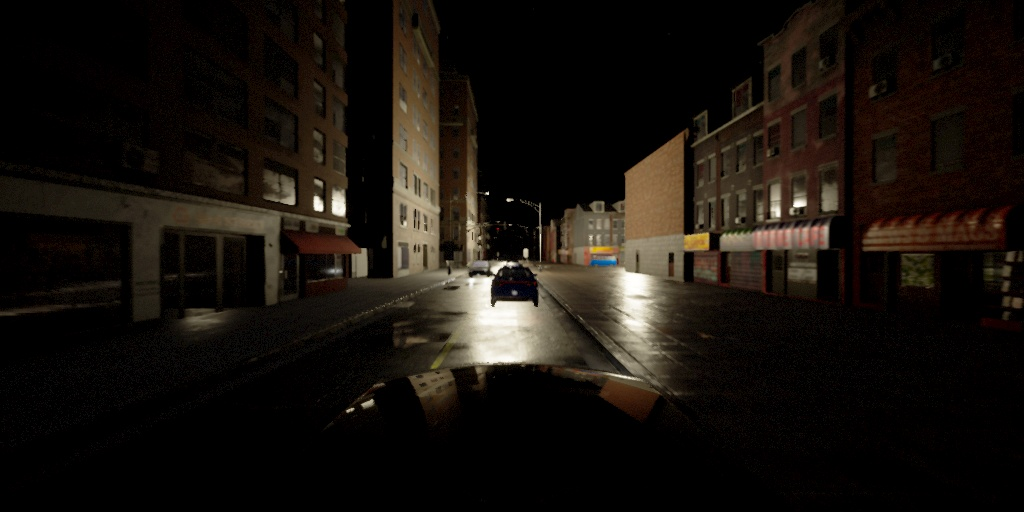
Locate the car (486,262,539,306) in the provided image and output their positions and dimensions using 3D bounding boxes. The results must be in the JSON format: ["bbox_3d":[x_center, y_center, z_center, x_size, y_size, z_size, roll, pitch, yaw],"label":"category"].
[{"bbox_3d":[0.100,1.173,15.468,1.882,1.535,5.008,0,0,0],"label":"car"}]

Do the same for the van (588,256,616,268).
[{"bbox_3d":[13.737,0.878,54.388,3.998,1.789,1.690,0,0,0],"label":"van"}]

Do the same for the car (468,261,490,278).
[{"bbox_3d":[-2.765,1.176,32.430,2.033,1.411,5.357,0,0,0],"label":"car"}]

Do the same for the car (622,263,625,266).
[{"bbox_3d":[19.179,1.058,54.379,4.829,1.417,1.751,0,0,0],"label":"car"}]
